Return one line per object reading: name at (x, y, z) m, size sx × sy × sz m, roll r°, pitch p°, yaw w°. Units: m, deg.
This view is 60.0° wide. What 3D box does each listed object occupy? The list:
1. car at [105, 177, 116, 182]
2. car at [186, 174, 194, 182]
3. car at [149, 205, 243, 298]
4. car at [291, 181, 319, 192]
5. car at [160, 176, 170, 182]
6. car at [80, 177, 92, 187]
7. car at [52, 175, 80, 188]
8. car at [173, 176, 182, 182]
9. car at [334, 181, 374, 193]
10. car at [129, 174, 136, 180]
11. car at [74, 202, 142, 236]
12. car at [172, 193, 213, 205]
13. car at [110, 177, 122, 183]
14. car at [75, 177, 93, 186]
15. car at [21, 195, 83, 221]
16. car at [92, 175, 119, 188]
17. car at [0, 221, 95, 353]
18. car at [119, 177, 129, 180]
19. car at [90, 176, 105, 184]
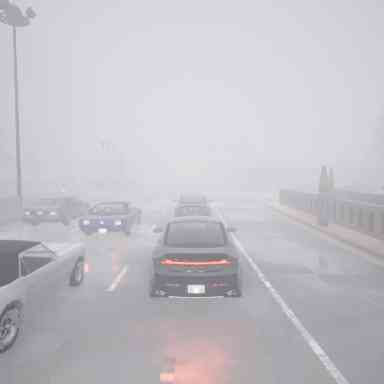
car at (-21.400, -3.316, 87.348) m, size 1.895 × 1.301 × 4.718 m, roll 0°, pitch 3°, yaw 0°
car at (-0.387, -3.207, 84.704) m, size 2.128 × 1.511 × 4.902 m, roll 0°, pitch 3°, yaw 0°
car at (0.070, 1.337, 8.152) m, size 1.837 × 1.490 × 4.892 m, roll 0°, pitch 2°, yaw 0°
car at (15.019, -0.646, 42.402) m, size 4.674 × 1.442 × 1.812 m, roll 0°, pitch 3°, yaw 2°
car at (-7.405, -3.434, 88.396) m, size 1.812 × 1.442 × 4.674 m, roll 0°, pitch 3°, yaw 0°
car at (-17.822, -1.638, 59.182) m, size 2.033 × 1.411 × 5.357 m, roll 0°, pitch 3°, yaw 0°
car at (-21.324, -1.754, 55.703) m, size 2.150 × 2.045 × 5.566 m, roll 0°, pitch 3°, yaw 0°
car at (-3.905, -3.436, 88.413) m, size 1.812 × 1.442 × 4.674 m, roll 0°, pitch 3°, yaw 0°
car at (18.463, -0.476, 38.793) m, size 5.008 × 1.535 × 1.882 m, roll 0°, pitch 3°, yaw 2°
car at (-14.341, -2.653, 74.797) m, size 1.882 × 1.535 × 5.008 m, roll 0°, pitch 3°, yaw 0°
car at (-3.457, 1.077, 15.061) m, size 1.895 × 1.301 × 4.718 m, roll 0°, pitch 3°, yaw 0°
car at (0.034, 0.837, 17.531) m, size 1.837 × 1.490 × 4.892 m, roll 0°, pitch 3°, yaw -1°
car at (-17.858, -2.805, 78.547) m, size 1.994 × 1.385 × 4.181 m, roll 0°, pitch 3°, yaw 0°
car at (-21.300, -2.102, 65.690) m, size 1.882 × 1.535 × 5.008 m, roll 0°, pitch 3°, yaw 0°
car at (-6.969, 0.867, 17.693) m, size 2.033 × 1.411 × 5.357 m, roll 0°, pitch 3°, yaw 0°
car at (-14.326, -1.727, 55.261) m, size 2.150 × 2.045 × 5.566 m, roll 0°, pitch 3°, yaw 0°
car at (-3.422, 1.506, 5.934) m, size 1.895 × 1.301 × 4.718 m, roll 0°, pitch 2°, yaw 0°
car at (-14.323, -2.165, 64.652) m, size 2.097 × 1.767 × 4.553 m, roll 0°, pitch 3°, yaw 0°
car at (-21.345, -2.828, 75.655) m, size 2.097 × 1.767 × 4.553 m, roll 0°, pitch 3°, yaw 0°
